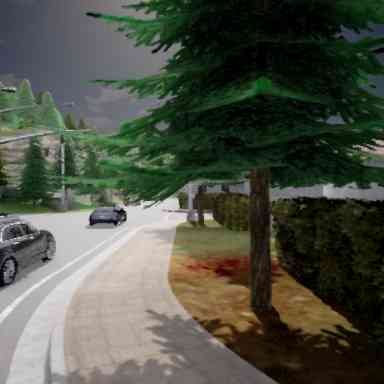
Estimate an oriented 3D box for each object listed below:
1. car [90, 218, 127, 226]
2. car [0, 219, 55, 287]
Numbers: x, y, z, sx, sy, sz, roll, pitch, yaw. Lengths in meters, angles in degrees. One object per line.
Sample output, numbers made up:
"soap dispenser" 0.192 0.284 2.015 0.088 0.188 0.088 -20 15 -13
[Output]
"car" -5.906 1.584 23.735 1.994 1.385 4.181 0 0 -1
"car" -5.383 1.520 9.284 1.837 1.490 4.892 0 0 -5
